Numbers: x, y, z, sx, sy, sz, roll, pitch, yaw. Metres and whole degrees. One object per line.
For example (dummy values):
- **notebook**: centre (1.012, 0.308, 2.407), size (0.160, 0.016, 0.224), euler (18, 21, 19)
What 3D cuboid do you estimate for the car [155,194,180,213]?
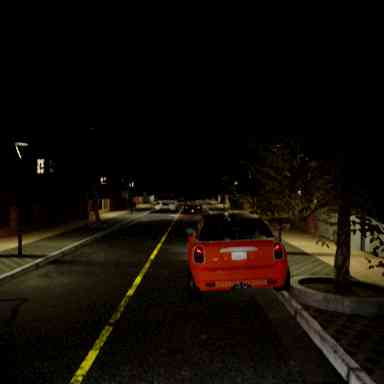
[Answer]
- **car**: centre (-2.852, 1.264, 37.794), size (2.150, 2.045, 5.566), euler (0, 0, 0)

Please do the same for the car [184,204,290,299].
- **car**: centre (0.921, 1.306, 8.642), size (2.097, 1.767, 4.553), euler (-3, -1, 0)

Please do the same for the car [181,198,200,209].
- **car**: centre (0.070, 1.639, 35.857), size (1.895, 1.301, 4.718), euler (0, 0, 0)

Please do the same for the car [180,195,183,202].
- **car**: centre (-2.754, 1.507, 75.336), size (2.097, 1.767, 4.553), euler (0, 0, 0)

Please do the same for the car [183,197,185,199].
- **car**: centre (0.051, 1.585, 45.559), size (1.812, 1.442, 4.674), euler (0, 0, 1)
